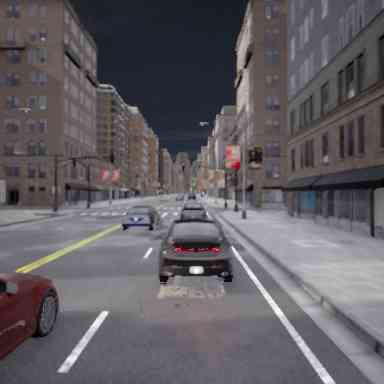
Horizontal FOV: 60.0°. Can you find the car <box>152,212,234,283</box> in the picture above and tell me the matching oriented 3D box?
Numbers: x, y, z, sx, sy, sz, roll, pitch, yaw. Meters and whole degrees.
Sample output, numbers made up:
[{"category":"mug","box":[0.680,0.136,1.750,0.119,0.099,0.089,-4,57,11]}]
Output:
[{"category":"car","box":[0.093,1.515,9.740,1.837,1.490,4.892,0,-1,0]}]

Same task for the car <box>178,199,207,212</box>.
[{"category":"car","box":[0.104,1.523,25.207,2.128,1.511,4.902,0,0,0]}]

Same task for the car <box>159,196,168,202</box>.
[{"category":"car","box":[-6.486,1.641,76.023,1.895,1.301,4.718,0,0,0]}]

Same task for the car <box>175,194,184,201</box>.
[{"category":"car","box":[-3.233,1.590,84.966,1.994,1.385,4.181,0,0,0]}]

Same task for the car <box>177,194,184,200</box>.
[{"category":"car","box":[-3.232,1.353,94.969,1.882,1.535,5.008,0,0,0]}]

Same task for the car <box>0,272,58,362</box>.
[{"category":"car","box":[-3.150,1.532,3.666,1.812,1.442,4.674,0,0,0]}]

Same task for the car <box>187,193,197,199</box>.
[{"category":"car","box":[0.016,1.262,84.578,2.150,2.045,5.566,0,0,0]}]

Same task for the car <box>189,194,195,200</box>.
[{"category":"car","box":[0.018,1.353,94.968,1.882,1.535,5.008,0,0,0]}]

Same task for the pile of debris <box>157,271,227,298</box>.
[{"category":"pile of debris","box":[0.001,2.188,7.982,1.500,0.140,1.860,0,0,0]}]

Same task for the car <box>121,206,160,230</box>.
[{"category":"car","box":[-3.146,1.575,21.169,2.033,1.411,5.357,0,0,0]}]
